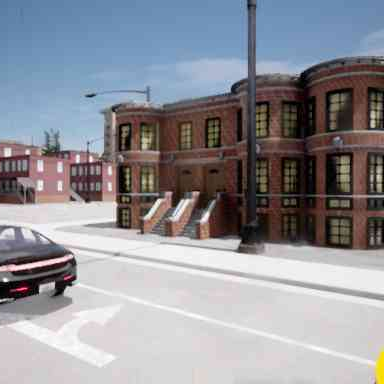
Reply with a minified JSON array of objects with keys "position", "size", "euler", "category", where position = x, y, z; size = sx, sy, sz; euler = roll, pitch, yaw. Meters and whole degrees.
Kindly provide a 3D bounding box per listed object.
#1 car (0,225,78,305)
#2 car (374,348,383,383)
[{"position":[-4.568,1.475,7.263],"size":[4.902,1.511,2.128],"euler":[0,0,34],"category":"car"},{"position":[3.601,1.482,1.426],"size":[5.008,1.535,1.882],"euler":[0,0,36],"category":"car"}]
